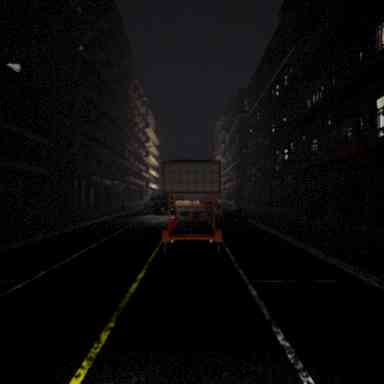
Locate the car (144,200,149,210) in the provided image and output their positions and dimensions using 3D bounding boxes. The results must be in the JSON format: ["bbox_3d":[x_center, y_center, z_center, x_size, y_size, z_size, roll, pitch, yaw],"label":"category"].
[{"bbox_3d":[-5.296,1.561,44.086,1.752,1.417,4.829,2,0,0],"label":"car"}]

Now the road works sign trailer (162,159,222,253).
[{"bbox_3d":[-0.010,0.464,13.742,2.380,3.560,2.880,0,0,0],"label":"road works sign trailer"}]

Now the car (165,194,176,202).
[{"bbox_3d":[-5.292,1.462,82.969,2.192,1.841,5.009,1,0,0],"label":"car"}]

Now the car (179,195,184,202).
[{"bbox_3d":[-2.751,1.352,75.822,1.882,1.535,5.008,0,0,0],"label":"car"}]

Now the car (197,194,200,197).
[{"bbox_3d":[2.583,1.651,71.847,1.887,1.381,4.507,1,0,0],"label":"car"}]

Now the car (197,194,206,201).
[{"bbox_3d":[2.553,1.483,88.441,2.192,1.841,5.009,1,0,0],"label":"car"}]

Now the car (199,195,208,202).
[{"bbox_3d":[2.593,1.566,77.379,1.967,1.590,4.097,1,0,0],"label":"car"}]

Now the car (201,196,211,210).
[{"bbox_3d":[2.584,1.580,44.193,1.887,1.381,4.507,1,0,0],"label":"car"}]

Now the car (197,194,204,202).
[{"bbox_3d":[2.583,1.633,66.317,1.887,1.381,4.507,1,0,0],"label":"car"}]

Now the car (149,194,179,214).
[{"bbox_3d":[-2.848,1.241,35.357,2.150,2.045,5.566,0,0,0],"label":"car"}]

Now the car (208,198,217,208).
[{"bbox_3d":[2.585,1.535,27.773,1.752,1.417,4.829,1,0,0],"label":"car"}]

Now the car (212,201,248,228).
[{"bbox_3d":[2.584,1.549,22.071,1.887,1.381,4.507,1,0,0],"label":"car"}]

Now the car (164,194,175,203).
[{"bbox_3d":[-5.292,1.441,77.440,2.192,1.841,5.009,1,0,0],"label":"car"}]

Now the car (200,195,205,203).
[{"bbox_3d":[2.583,1.597,49.725,2.008,1.369,4.403,1,0,0],"label":"car"}]

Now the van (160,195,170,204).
[{"bbox_3d":[-5.293,1.430,66.379,1.690,1.788,3.998,1,0,0],"label":"van"}]

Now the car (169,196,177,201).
[{"bbox_3d":[-5.299,1.757,94.031,1.947,1.339,4.313,1,0,0],"label":"car"}]

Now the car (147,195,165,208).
[{"bbox_3d":[-5.290,1.361,49.788,2.192,1.841,5.009,2,0,0],"label":"car"}]

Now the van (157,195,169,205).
[{"bbox_3d":[-5.292,1.413,60.847,1.690,1.788,3.998,2,0,0],"label":"van"}]
